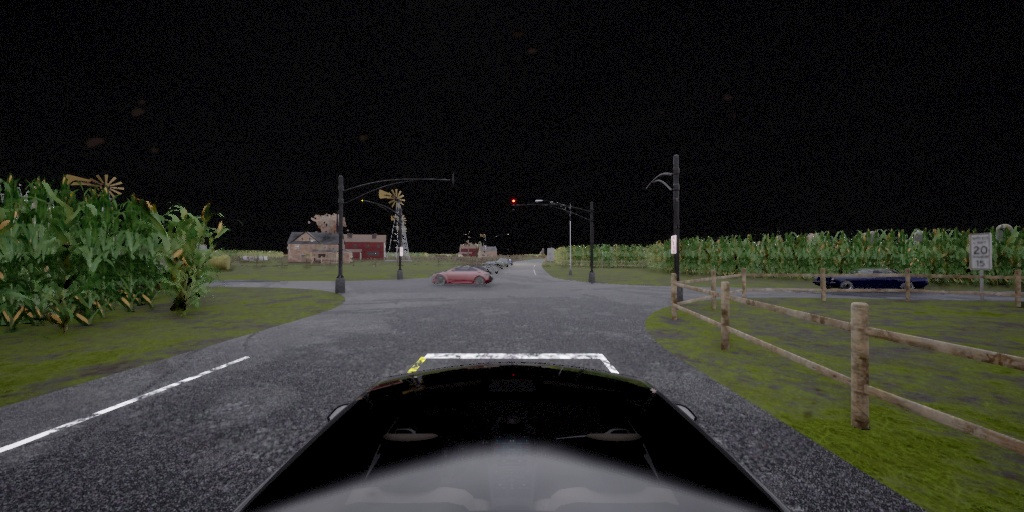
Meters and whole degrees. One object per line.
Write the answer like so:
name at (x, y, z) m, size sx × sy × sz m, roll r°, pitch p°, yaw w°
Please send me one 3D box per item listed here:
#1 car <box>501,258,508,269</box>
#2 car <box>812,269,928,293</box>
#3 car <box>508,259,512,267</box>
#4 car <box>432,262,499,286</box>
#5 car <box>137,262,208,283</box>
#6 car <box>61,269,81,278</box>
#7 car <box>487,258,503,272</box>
car at (-2.123, 1.341, 52.591) m, size 1.895 × 1.301 × 4.718 m, roll 0°, pitch 0°, yaw 3°
car at (20.395, 1.401, 20.677) m, size 4.718 × 1.301 × 1.895 m, roll 0°, pitch -1°, yaw 9°
car at (-1.570, 1.086, 61.415) m, size 2.097 × 1.767 × 4.553 m, roll 0°, pitch 0°, yaw 4°
car at (-3.358, 1.314, 24.734) m, size 4.181 × 1.385 × 1.994 m, roll 0°, pitch 0°, yaw 10°
car at (-24.172, 1.195, 25.400) m, size 4.902 × 1.511 × 2.128 m, roll 0°, pitch -1°, yaw 10°
car at (-33.985, 1.293, 27.058) m, size 4.718 × 1.301 × 1.895 m, roll 0°, pitch -1°, yaw 9°
car at (-2.571, 1.309, 43.794) m, size 1.994 × 1.385 × 4.181 m, roll 0°, pitch 0°, yaw 3°
